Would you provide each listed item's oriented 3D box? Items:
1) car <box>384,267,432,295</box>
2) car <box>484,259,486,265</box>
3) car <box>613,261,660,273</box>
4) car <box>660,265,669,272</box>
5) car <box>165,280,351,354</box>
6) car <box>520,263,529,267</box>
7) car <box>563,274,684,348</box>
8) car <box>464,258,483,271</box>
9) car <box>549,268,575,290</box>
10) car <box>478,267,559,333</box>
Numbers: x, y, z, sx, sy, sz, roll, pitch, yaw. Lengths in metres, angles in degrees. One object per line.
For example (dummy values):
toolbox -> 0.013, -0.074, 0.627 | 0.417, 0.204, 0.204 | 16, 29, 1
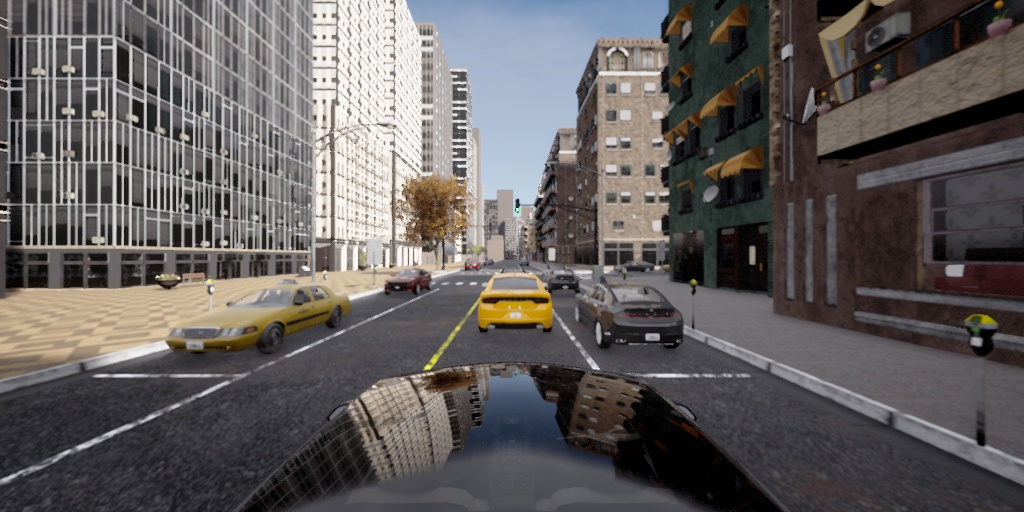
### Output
car -> -5.705, 1.333, 20.080 | 1.888, 1.381, 4.507 | 0, 0, 0
car -> -5.734, 1.460, 57.991 | 1.948, 1.339, 4.313 | 0, 0, 0
car -> 13.407, 1.178, 39.511 | 4.403, 1.370, 2.007 | 0, 0, -1
car -> 18.804, 1.076, 39.570 | 4.829, 1.417, 1.751 | 0, 0, -1
car -> -5.696, 1.289, 8.845 | 1.751, 1.417, 4.829 | 0, 0, 0
car -> 0.082, 1.402, 25.676 | 1.895, 1.301, 4.718 | 0, 0, 0
car -> 2.684, 1.315, 9.021 | 2.007, 1.370, 4.403 | 0, 0, 0
car -> -5.730, 1.192, 52.468 | 2.192, 1.841, 5.009 | 0, 0, 0
car -> 2.676, 1.339, 20.087 | 2.007, 1.370, 4.403 | 0, 0, 0
car -> 0.084, 1.246, 10.842 | 1.882, 1.535, 5.008 | 0, 0, 0
